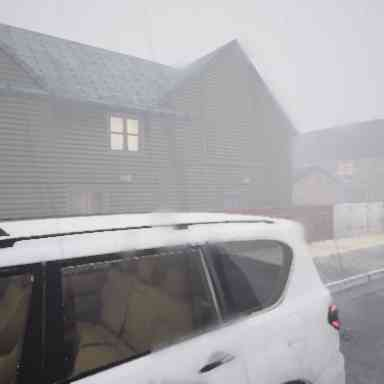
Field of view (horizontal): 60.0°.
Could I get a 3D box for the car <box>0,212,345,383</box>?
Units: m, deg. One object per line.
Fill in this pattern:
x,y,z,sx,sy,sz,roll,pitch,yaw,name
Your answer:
-1.280,1.221,2.160,5.566,2.045,2.150,0,0,-35,car
